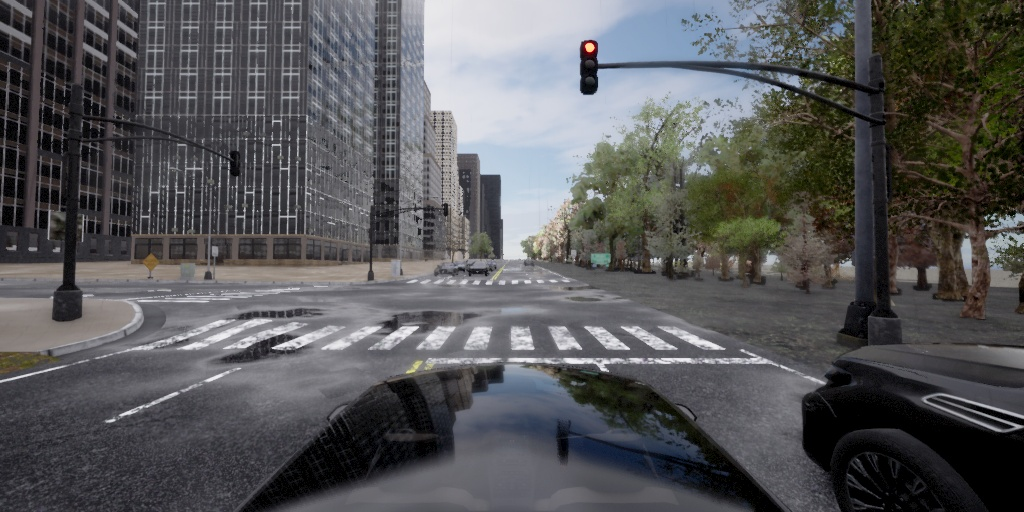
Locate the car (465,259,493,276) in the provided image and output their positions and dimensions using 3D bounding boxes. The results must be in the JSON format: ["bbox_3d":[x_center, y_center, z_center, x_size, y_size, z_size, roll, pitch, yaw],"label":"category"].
[{"bbox_3d":[-3.339,1.251,37.119,1.882,1.535,5.008,0,0,0],"label":"car"}]

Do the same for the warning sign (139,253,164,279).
[{"bbox_3d":[-26.157,0.734,25.921,1.060,1.860,1.300,0,0,-4],"label":"warning sign"}]

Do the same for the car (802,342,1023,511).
[{"bbox_3d":[3.359,0.963,0.428,2.150,2.045,5.566,0,0,0],"label":"car"}]

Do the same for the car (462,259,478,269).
[{"bbox_3d":[-6.575,1.265,56.824,1.882,1.535,5.008,0,0,0],"label":"car"}]

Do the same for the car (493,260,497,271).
[{"bbox_3d":[-3.342,1.381,46.459,1.895,1.301,4.718,0,0,0],"label":"car"}]

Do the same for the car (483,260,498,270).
[{"bbox_3d":[-3.336,1.334,56.748,2.033,1.411,5.357,0,0,-1],"label":"car"}]

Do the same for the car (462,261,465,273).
[{"bbox_3d":[-6.591,1.327,45.647,2.033,1.411,5.357,0,0,0],"label":"car"}]

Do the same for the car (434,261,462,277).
[{"bbox_3d":[-6.589,1.337,36.413,1.994,1.385,4.181,0,0,0],"label":"car"}]
